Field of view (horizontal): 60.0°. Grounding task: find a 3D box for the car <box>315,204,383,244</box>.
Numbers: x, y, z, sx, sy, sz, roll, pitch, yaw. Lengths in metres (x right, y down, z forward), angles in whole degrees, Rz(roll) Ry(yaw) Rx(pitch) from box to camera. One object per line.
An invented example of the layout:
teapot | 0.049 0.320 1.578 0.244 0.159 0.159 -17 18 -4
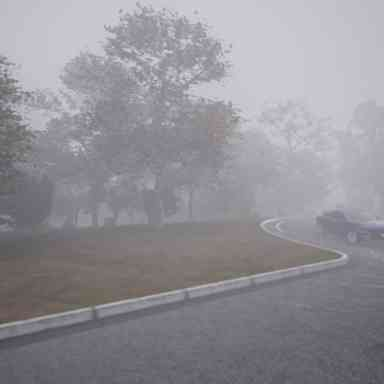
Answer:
car | 8.025 1.608 16.748 1.882 1.535 5.008 0 0 -5
